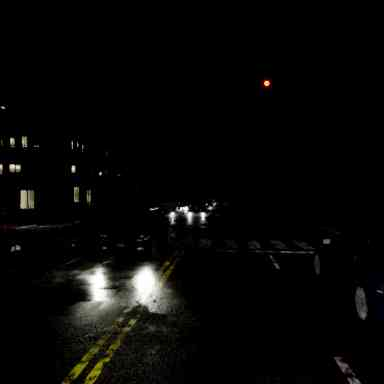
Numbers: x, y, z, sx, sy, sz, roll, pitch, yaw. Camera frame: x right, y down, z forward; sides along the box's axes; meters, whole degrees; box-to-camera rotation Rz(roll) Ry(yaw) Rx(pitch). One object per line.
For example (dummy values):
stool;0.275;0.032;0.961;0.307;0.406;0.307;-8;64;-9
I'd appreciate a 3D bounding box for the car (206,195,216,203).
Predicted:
car;3.964;1.451;69.492;1.882;1.535;5.008;0;0;6

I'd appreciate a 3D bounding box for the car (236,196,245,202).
car;11.503;1.564;78.975;1.895;1.301;4.718;0;0;6

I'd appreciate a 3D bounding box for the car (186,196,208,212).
car;0.655;1.514;39.229;1.812;1.442;4.674;0;0;4

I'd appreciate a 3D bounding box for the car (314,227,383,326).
car;3.983;1.476;6.969;1.882;1.535;5.008;0;0;7

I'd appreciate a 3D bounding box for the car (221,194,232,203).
car;7.170;1.479;68.924;1.837;1.490;4.892;0;0;6

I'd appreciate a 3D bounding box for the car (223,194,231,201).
car;8.268;1.279;79.284;1.882;1.535;5.008;0;0;6

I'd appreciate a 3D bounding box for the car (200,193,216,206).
car;2.204;1.205;53.740;2.150;2.045;5.566;0;0;6

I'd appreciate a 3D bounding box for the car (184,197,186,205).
car;-1.280;1.475;51.733;2.128;1.511;4.902;0;0;6

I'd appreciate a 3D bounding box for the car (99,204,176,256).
car;-2.082;1.475;13.368;1.882;1.535;5.008;0;0;6

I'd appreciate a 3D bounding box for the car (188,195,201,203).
car;0.493;1.475;67.717;2.128;1.511;4.902;0;0;6

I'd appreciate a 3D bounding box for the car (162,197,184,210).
car;-2.567;1.515;39.605;1.812;1.442;4.674;0;0;8

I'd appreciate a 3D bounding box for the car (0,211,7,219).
car;-17.467;1.793;26.524;4.718;1.301;1.895;-1;1;9

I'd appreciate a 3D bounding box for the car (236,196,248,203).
car;10.484;1.522;68.414;2.033;1.411;5.357;0;0;6
